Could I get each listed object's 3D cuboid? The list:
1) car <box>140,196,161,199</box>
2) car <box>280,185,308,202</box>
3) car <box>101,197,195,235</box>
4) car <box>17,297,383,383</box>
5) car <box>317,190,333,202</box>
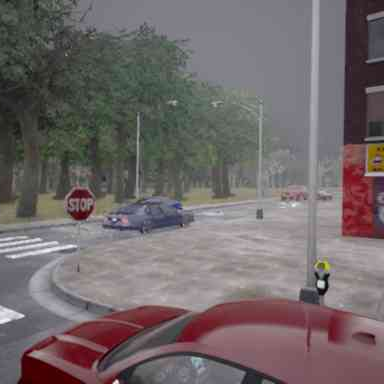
[{"bbox_3d":[-2.636,1.039,21.235,1.882,1.535,5.008,1,2,35],"label":"car"},{"bbox_3d":[13.624,0.155,44.020,2.150,2.045,5.566,1,2,36],"label":"car"},{"bbox_3d":[-2.041,1.230,16.983,2.033,1.411,5.357,1,2,35],"label":"car"},{"bbox_3d":[0.454,1.544,2.469,4.507,1.381,1.887,0,1,35],"label":"car"},{"bbox_3d":[17.233,0.459,44.111,1.812,1.442,4.674,1,2,35],"label":"car"}]
